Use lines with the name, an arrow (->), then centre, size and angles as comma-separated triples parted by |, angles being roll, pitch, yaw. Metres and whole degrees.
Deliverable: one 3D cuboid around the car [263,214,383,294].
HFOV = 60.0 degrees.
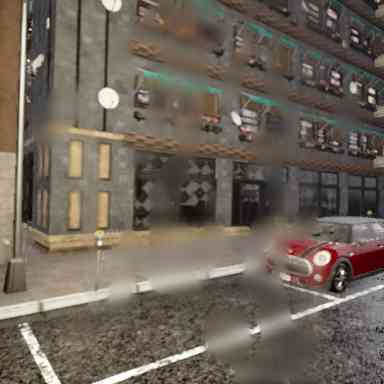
car -> 3.762, 1.412, 8.750 | 4.097, 1.590, 1.967 | 0, 2, -35
